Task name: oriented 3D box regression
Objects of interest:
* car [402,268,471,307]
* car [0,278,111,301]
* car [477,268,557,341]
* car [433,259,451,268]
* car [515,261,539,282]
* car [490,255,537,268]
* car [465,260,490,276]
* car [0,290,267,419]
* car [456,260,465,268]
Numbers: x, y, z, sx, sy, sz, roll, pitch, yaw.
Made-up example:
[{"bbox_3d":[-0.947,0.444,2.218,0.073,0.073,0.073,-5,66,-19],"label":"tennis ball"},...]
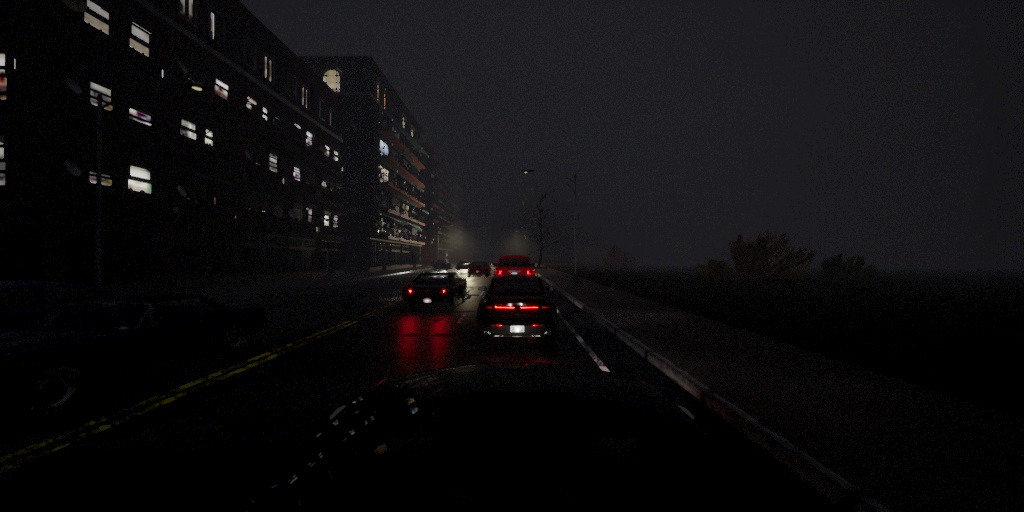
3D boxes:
[{"bbox_3d":[-3.131,1.352,15.512,1.895,1.301,4.718,0,0,0],"label":"car"},{"bbox_3d":[-9.841,1.228,6.636,1.882,1.535,5.008,0,0,0],"label":"car"},{"bbox_3d":[0.113,1.256,9.814,1.837,1.490,4.892,0,0,0],"label":"car"},{"bbox_3d":[-9.780,1.241,50.227,2.128,1.511,4.902,0,0,0],"label":"car"},{"bbox_3d":[1.177,1.207,30.568,1.801,1.575,5.366,0,0,0],"label":"car"},{"bbox_3d":[0.125,0.973,20.161,2.150,2.045,5.566,0,0,0],"label":"car"},{"bbox_3d":[-3.107,1.229,34.783,1.882,1.535,5.008,0,0,0],"label":"car"},{"bbox_3d":[-6.592,1.351,6.008,1.895,1.301,4.718,0,0,0],"label":"car"},{"bbox_3d":[-6.536,1.297,49.655,2.033,1.411,5.357,0,0,0],"label":"car"}]
